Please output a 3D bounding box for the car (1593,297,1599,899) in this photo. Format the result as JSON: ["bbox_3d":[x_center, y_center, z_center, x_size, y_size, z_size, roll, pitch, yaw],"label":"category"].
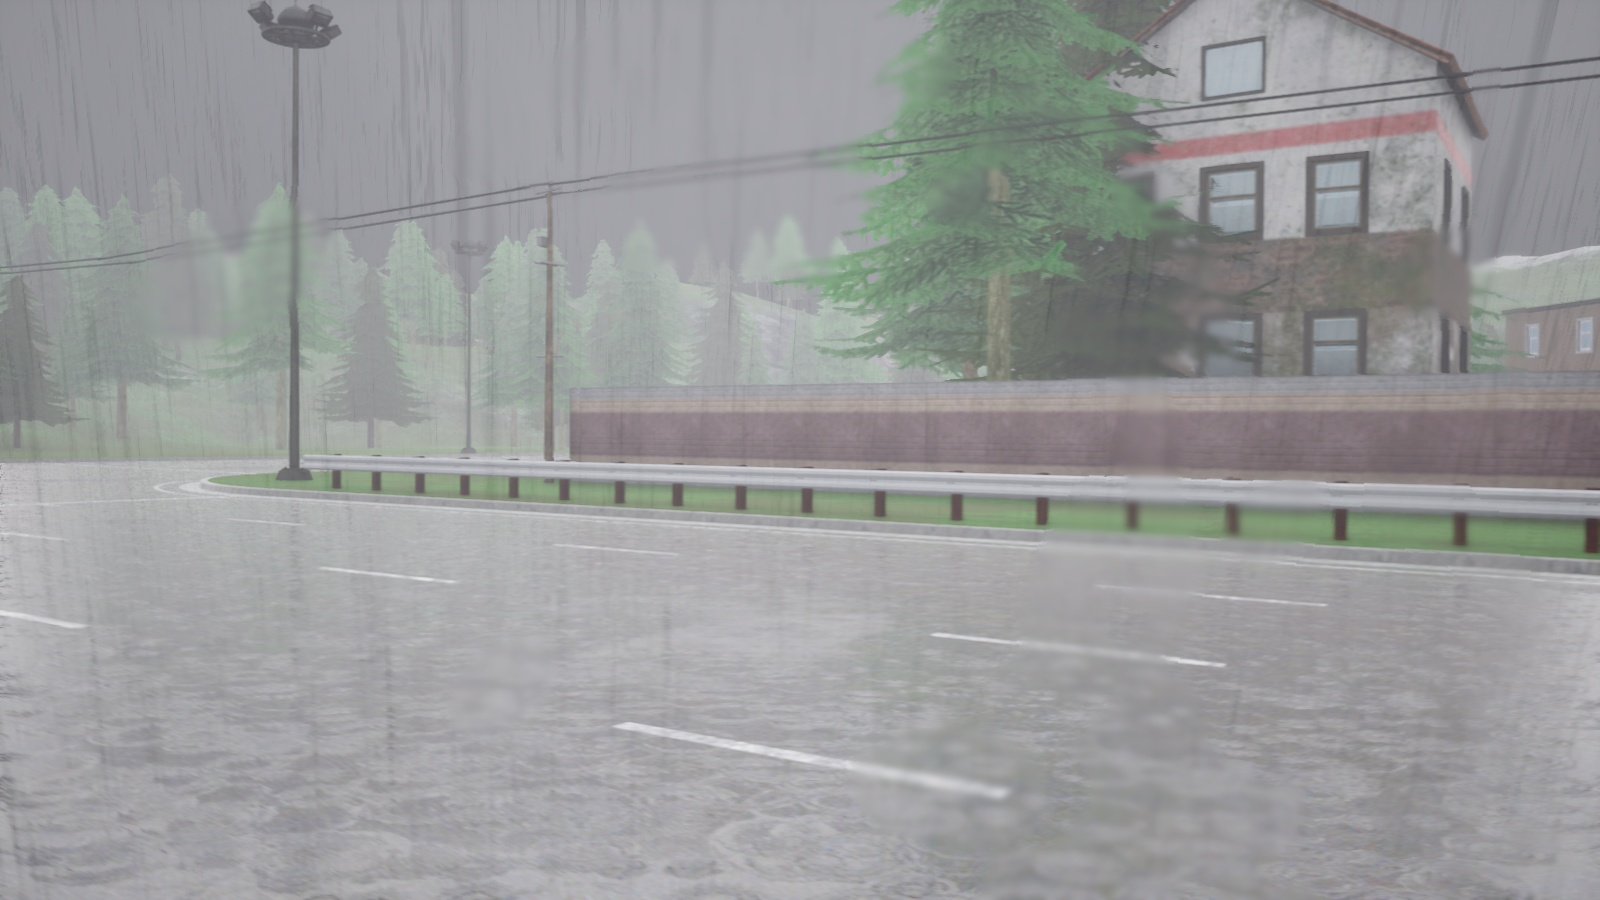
[{"bbox_3d":[3.290,0.580,1.436,3.988,1.617,1.851,0,1,34],"label":"car"}]
